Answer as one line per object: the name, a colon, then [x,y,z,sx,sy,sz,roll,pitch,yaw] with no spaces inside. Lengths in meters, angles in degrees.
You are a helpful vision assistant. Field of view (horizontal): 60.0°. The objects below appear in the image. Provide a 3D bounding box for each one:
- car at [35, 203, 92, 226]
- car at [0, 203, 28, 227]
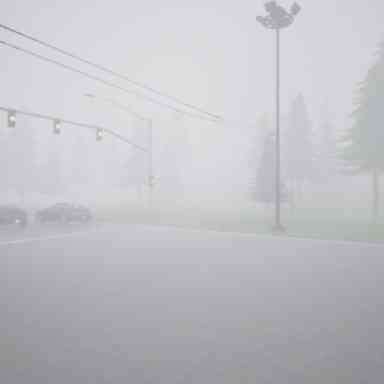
car: [-9.098,1.499,23.379,4.902,1.511,2.128,0,0,36]
car: [-12.535,1.513,21.531,4.892,1.490,1.837,0,0,35]
